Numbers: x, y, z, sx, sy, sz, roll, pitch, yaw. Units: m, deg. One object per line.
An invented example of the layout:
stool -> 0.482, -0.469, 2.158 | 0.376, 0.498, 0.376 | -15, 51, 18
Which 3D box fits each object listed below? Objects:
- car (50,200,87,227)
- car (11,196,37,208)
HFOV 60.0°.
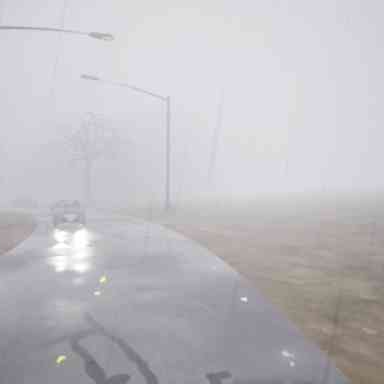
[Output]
car -> -7.826, 1.266, 20.978 | 2.128, 1.511, 4.902 | 0, 0, -25
car -> -23.851, 1.310, 47.178 | 4.553, 1.767, 2.097 | -1, -1, 40
